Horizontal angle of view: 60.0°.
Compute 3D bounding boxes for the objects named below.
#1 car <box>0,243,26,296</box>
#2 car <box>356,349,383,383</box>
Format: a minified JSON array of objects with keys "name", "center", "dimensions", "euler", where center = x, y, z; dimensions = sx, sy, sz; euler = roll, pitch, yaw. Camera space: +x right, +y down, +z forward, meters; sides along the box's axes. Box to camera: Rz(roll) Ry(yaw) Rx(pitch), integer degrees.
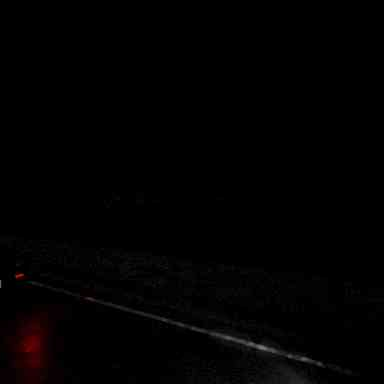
[{"name":"car","center":[-5.564,1.587,7.519],"dimensions":[4.674,1.442,1.812],"euler":[-1,0,35]},{"name":"car","center":[3.399,1.533,1.141],"dimensions":[5.357,1.411,2.033],"euler":[0,0,35]}]
